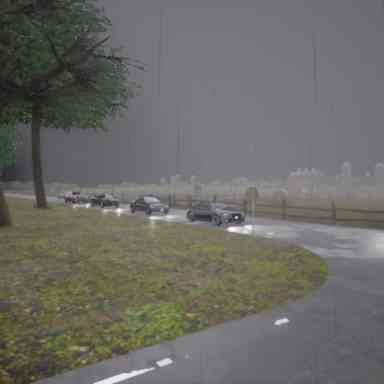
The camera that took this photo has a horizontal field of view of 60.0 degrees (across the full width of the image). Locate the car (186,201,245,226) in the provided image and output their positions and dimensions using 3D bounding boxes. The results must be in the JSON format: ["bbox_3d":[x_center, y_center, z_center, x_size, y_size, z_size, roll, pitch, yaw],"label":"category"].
[{"bbox_3d":[1.445,1.306,21.394,1.994,1.385,4.181,-1,2,-37],"label":"car"}]

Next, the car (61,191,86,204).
[{"bbox_3d":[-15.583,0.665,44.869,2.097,1.767,4.553,-1,1,-36],"label":"car"}]

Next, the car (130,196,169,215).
[{"bbox_3d":[-3.766,1.124,28.544,1.812,1.442,4.674,-1,2,-36],"label":"car"}]

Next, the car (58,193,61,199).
[{"bbox_3d":[-22.235,0.639,58.965,1.994,1.385,4.181,-1,1,-36],"label":"car"}]

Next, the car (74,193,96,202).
[{"bbox_3d":[-16.392,0.800,50.913,1.895,1.301,4.718,-1,1,-36],"label":"car"}]

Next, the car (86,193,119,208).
[{"bbox_3d":[-9.711,0.926,36.724,1.882,1.535,5.008,-1,1,-36],"label":"car"}]
